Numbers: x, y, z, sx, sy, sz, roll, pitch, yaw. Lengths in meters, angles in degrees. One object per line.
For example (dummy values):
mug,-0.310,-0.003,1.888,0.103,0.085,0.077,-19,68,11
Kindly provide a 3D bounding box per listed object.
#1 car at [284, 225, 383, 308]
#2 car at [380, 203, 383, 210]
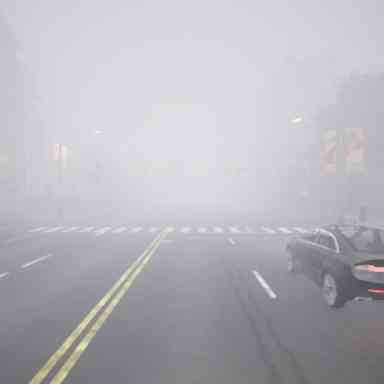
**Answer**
car,3.621,1.533,7.952,2.128,1.511,4.902,0,0,1
car,27.246,1.586,43.549,4.553,1.767,2.097,0,0,1
